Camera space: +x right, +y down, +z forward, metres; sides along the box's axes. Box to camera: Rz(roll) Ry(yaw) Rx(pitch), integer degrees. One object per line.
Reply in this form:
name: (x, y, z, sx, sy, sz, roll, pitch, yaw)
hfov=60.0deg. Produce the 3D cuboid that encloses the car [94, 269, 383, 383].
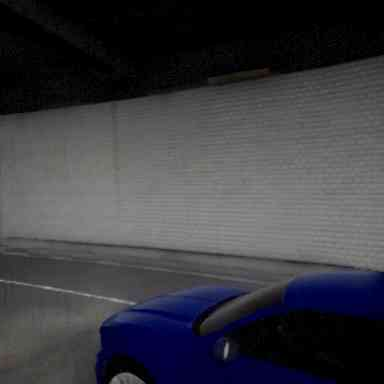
car: (1.299, 1.444, 2.770, 5.008, 1.535, 1.882, 0, 0, 35)
